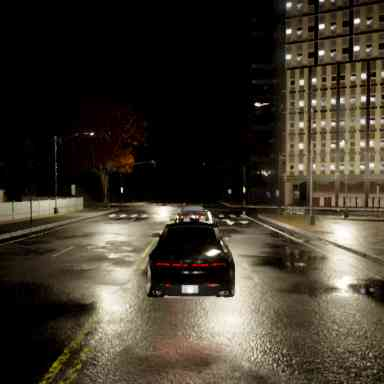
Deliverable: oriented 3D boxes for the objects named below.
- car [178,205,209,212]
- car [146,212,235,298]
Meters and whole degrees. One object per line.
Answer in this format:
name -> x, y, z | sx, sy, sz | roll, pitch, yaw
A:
car -> 0.105, 1.483, 13.300 | 2.128, 1.511, 4.902 | 0, 0, 0
car -> -0.019, 1.501, 8.476 | 1.837, 1.490, 4.892 | 0, 0, 0
